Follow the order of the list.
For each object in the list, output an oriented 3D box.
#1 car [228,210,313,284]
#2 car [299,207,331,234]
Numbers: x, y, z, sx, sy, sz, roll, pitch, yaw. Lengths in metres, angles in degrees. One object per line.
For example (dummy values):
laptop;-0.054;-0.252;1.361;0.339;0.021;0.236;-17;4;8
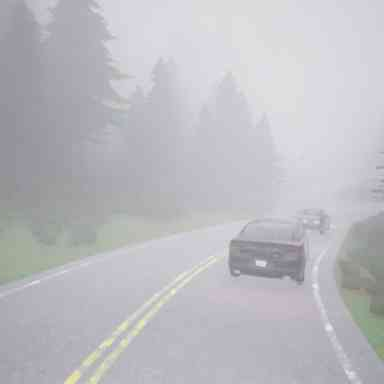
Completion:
car;2.486;1.523;10.039;1.882;1.535;5.008;2;0;21
car;7.314;1.666;20.402;2.033;1.411;5.357;3;1;27
